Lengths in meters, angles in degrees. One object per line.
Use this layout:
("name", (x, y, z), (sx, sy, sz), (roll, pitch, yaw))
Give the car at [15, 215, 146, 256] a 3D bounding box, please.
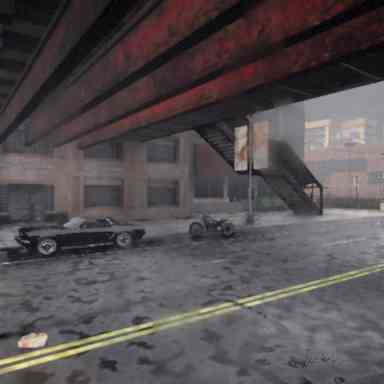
("car", (-4.334, 1.597, 13.218), (4.718, 1.301, 1.895), (0, 0, -36))
